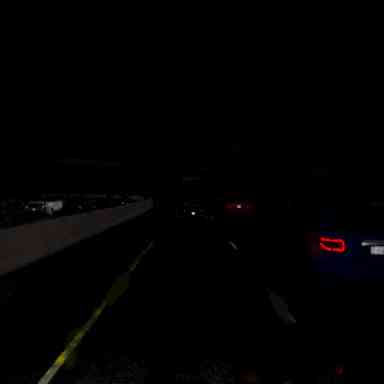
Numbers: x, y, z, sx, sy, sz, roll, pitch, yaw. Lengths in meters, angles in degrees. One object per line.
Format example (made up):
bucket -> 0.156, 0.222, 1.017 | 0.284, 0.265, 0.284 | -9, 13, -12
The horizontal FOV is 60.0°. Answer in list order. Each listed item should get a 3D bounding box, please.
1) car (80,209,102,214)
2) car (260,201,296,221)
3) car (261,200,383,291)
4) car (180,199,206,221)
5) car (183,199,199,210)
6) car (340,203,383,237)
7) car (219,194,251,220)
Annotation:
car -> -10.672, 1.468, 35.868 | 1.882, 1.535, 5.008 | 0, 0, -1
car -> 7.099, 1.519, 27.900 | 1.812, 1.442, 4.674 | 0, 0, 0
car -> 3.600, 1.219, 9.108 | 2.150, 2.045, 5.566 | 0, 0, 0
car -> 0.099, 1.557, 26.834 | 1.994, 1.385, 4.181 | 0, 0, 0
car -> -0.187, 1.590, 43.029 | 1.895, 1.301, 4.718 | 0, 0, -3
car -> 10.600, 1.473, 19.227 | 1.882, 1.535, 5.008 | 0, 0, 0
car -> 3.597, 1.215, 28.195 | 2.150, 2.045, 5.566 | 0, 0, 0
